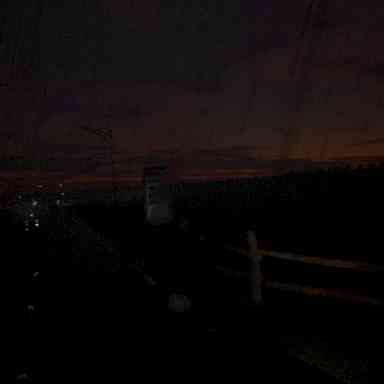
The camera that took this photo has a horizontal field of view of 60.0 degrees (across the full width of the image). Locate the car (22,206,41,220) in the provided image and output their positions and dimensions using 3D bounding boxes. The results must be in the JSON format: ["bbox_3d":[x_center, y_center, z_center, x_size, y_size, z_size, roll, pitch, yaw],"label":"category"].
[{"bbox_3d":[-19.184,2.423,39.993,2.128,1.511,4.902,-4,0,-23],"label":"car"}]

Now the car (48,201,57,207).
[{"bbox_3d":[-34.861,2.992,83.155,1.812,1.442,4.674,-4,0,-23],"label":"car"}]

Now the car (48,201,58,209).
[{"bbox_3d":[-30.714,2.962,73.588,2.033,1.411,5.357,-4,0,-23],"label":"car"}]
